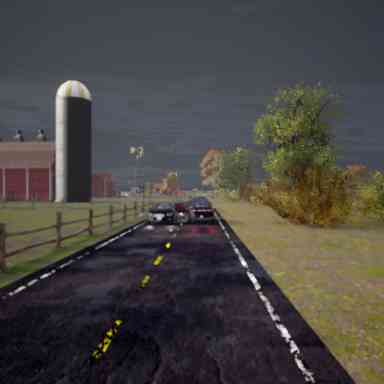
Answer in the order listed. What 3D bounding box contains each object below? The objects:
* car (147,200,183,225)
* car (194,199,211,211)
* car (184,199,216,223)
[{"bbox_3d":[-2.065,1.491,24.425,2.128,1.511,4.902,0,0,2],"label":"car"},{"bbox_3d":[1.359,1.614,42.635,1.994,1.385,4.181,0,0,2],"label":"car"},{"bbox_3d":[0.765,1.501,25.378,2.128,1.511,4.902,0,0,2],"label":"car"}]
